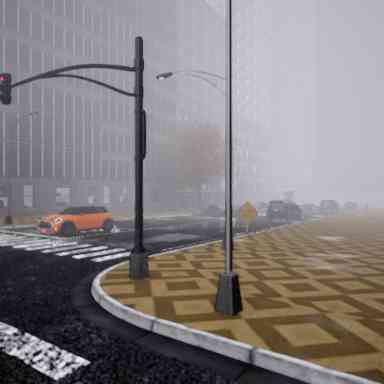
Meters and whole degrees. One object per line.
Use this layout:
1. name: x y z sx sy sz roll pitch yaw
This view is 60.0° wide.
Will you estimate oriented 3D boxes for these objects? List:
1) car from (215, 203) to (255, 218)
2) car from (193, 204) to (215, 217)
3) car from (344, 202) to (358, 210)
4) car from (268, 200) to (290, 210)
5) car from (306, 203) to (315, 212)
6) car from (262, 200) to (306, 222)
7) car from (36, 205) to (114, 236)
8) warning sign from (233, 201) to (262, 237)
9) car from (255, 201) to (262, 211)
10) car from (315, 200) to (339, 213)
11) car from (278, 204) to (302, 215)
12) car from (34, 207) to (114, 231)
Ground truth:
1. car: 5.176 2.207 39.228 2.033 1.411 5.357 0 -1 33
2. car: 1.895 2.164 40.138 1.812 1.442 4.674 0 -1 33
3. car: 31.476 2.662 65.706 2.097 1.767 4.553 0 -1 33
4. car: 13.730 2.053 52.301 1.837 1.490 4.892 0 -1 33
5. car: 19.172 2.507 54.738 1.882 1.535 5.008 0 -1 33
6. car: 9.307 1.839 33.283 2.150 2.045 5.566 0 -1 33
7. car: -7.021 1.610 20.345 2.097 1.767 4.553 0 -1 33
8. warning sign: 3.105 1.455 18.575 1.300 1.860 1.060 1 1 33
9. car: 11.000 2.265 54.063 1.812 1.442 4.674 0 -1 33
10. car: 21.542 2.237 52.236 2.150 2.045 5.566 0 -1 33
11. car: 13.614 2.373 46.047 1.812 1.442 4.674 0 -1 33
12. car: -8.385 1.847 24.224 2.033 1.411 5.357 0 -1 33
